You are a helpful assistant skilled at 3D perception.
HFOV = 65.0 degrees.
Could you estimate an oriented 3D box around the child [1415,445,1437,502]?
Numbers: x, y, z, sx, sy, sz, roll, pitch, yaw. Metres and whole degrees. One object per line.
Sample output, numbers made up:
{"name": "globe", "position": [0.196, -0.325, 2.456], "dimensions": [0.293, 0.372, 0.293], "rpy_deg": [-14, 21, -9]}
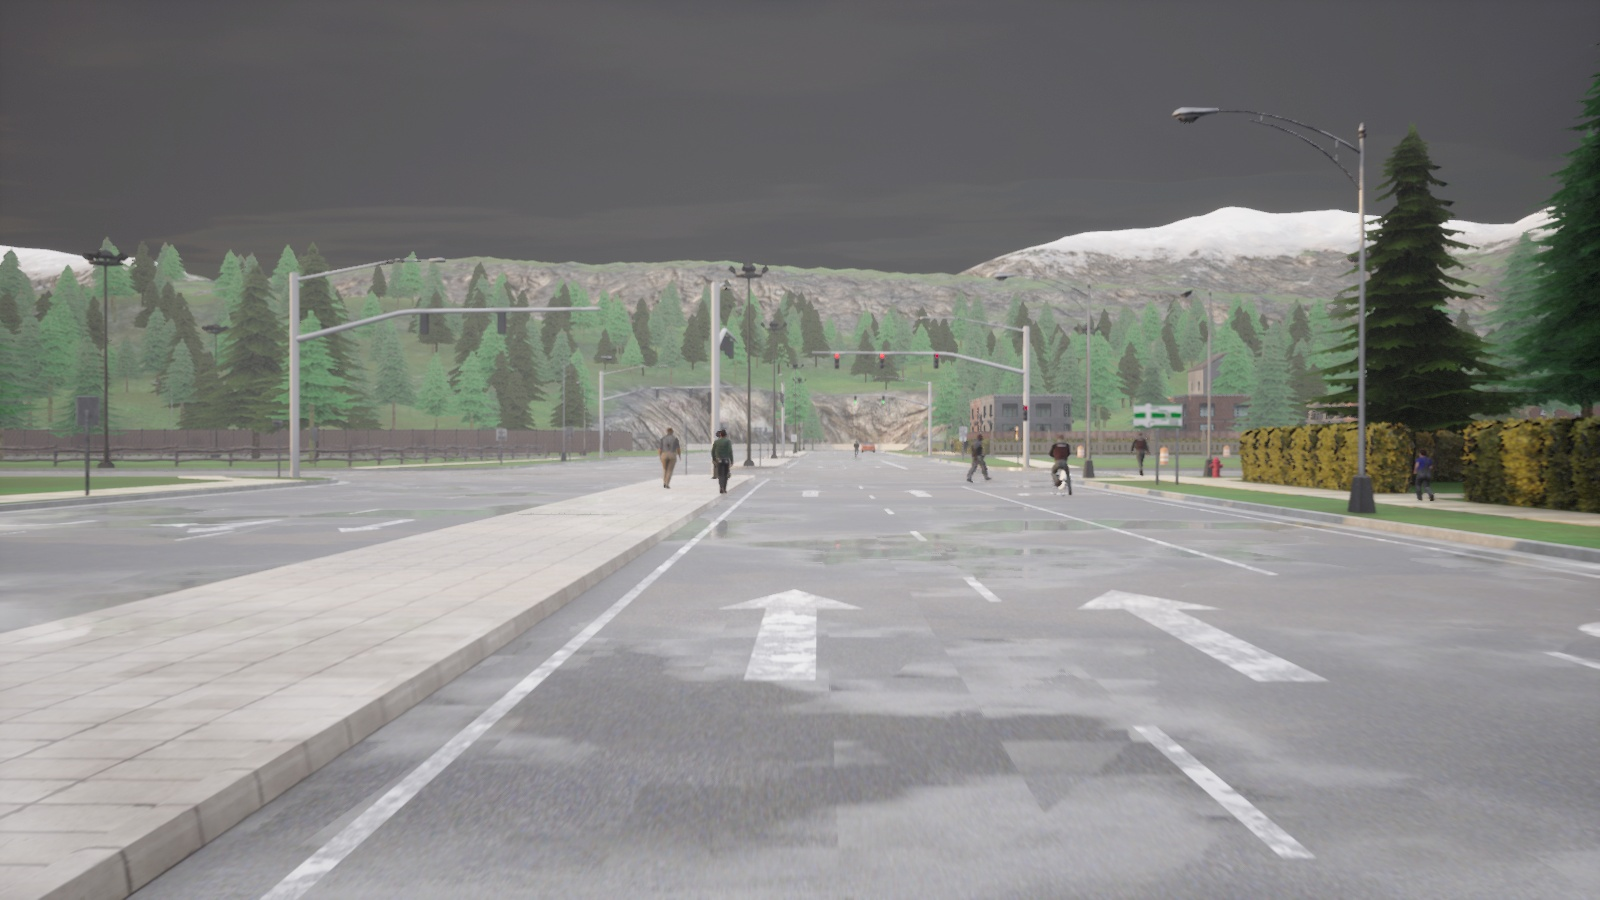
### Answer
{"name": "child", "position": [14.008, 0.515, 28.099], "dimensions": [0.270, 1.263, 0.437], "rpy_deg": [0, 0, 3]}

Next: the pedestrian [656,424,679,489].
{"name": "pedestrian", "position": [-3.827, 0.188, 36.398], "dimensions": [0.540, 1.848, 0.694], "rpy_deg": [0, 0, 6]}

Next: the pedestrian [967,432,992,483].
{"name": "pedestrian", "position": [6.615, 0.274, 46.268], "dimensions": [0.849, 1.883, 0.563], "rpy_deg": [0, 0, -2]}

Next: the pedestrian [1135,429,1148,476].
{"name": "pedestrian", "position": [13.690, 0.098, 50.330], "dimensions": [0.376, 1.854, 0.720], "rpy_deg": [0, 0, 8]}

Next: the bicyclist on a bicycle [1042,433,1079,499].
{"name": "bicyclist on a bicycle", "position": [7.240, 0.421, 35.011], "dimensions": [0.659, 1.776, 1.843], "rpy_deg": [0, 1, 0]}

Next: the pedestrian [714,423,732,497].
{"name": "pedestrian", "position": [-2.072, 0.266, 33.771], "dimensions": [0.423, 1.949, 0.788], "rpy_deg": [0, 0, 1]}
